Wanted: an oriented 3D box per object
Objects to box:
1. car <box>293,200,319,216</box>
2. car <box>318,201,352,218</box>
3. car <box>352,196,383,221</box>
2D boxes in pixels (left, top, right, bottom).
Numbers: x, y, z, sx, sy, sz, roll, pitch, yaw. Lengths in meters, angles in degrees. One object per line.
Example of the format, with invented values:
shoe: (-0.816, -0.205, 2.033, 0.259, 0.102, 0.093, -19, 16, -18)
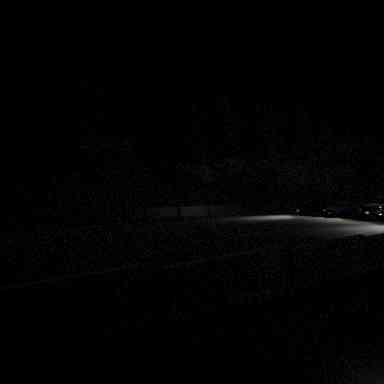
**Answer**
car: (12.486, 1.627, 34.375, 4.902, 1.511, 2.128, 1, 0, -35)
car: (14.318, 1.658, 31.378, 4.674, 1.442, 1.812, 1, 0, -35)
car: (16.515, 1.357, 28.654, 5.566, 2.045, 2.150, 1, 0, -35)
